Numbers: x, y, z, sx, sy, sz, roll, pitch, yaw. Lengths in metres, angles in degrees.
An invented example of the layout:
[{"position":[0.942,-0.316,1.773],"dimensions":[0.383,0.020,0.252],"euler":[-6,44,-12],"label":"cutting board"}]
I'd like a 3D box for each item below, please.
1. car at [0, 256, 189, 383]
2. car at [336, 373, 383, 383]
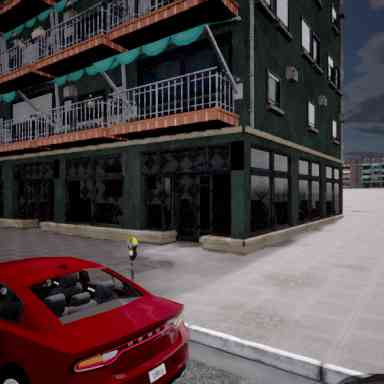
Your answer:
[{"position":[-2.138,1.545,4.389],"dimensions":[4.507,1.381,1.887],"euler":[0,0,35],"label":"car"},{"position":[2.460,1.566,1.129],"dimensions":[4.313,1.339,1.947],"euler":[0,0,35],"label":"car"}]
